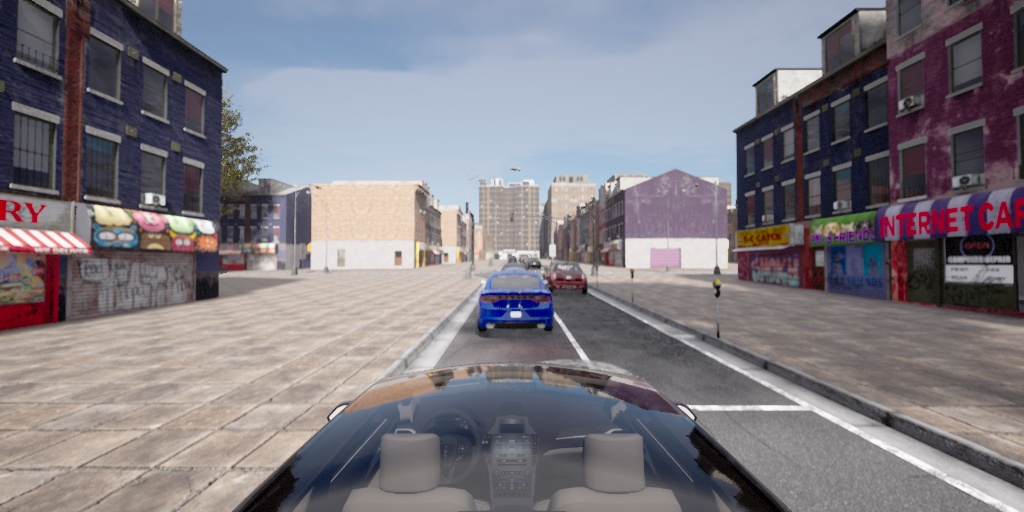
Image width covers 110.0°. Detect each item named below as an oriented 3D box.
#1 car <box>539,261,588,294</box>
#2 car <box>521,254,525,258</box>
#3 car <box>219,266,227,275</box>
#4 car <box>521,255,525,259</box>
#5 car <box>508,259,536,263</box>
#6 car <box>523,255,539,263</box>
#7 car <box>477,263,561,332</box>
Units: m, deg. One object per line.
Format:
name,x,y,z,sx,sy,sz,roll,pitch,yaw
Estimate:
car,2.673,1.014,18.879,1.967,1.591,4.097,0,0,0
car,2.745,0.836,56.665,1.751,1.417,4.829,0,0,0
car,-27.569,1.073,31.079,4.892,1.490,1.837,-1,-1,1
car,2.734,0.900,51.058,1.948,1.339,4.313,0,0,0
car,0.137,1.098,19.076,1.812,1.442,4.674,0,1,0
car,2.724,0.929,45.622,1.948,1.339,4.313,0,0,0
car,0.070,1.134,10.528,1.882,1.535,5.008,0,1,0
